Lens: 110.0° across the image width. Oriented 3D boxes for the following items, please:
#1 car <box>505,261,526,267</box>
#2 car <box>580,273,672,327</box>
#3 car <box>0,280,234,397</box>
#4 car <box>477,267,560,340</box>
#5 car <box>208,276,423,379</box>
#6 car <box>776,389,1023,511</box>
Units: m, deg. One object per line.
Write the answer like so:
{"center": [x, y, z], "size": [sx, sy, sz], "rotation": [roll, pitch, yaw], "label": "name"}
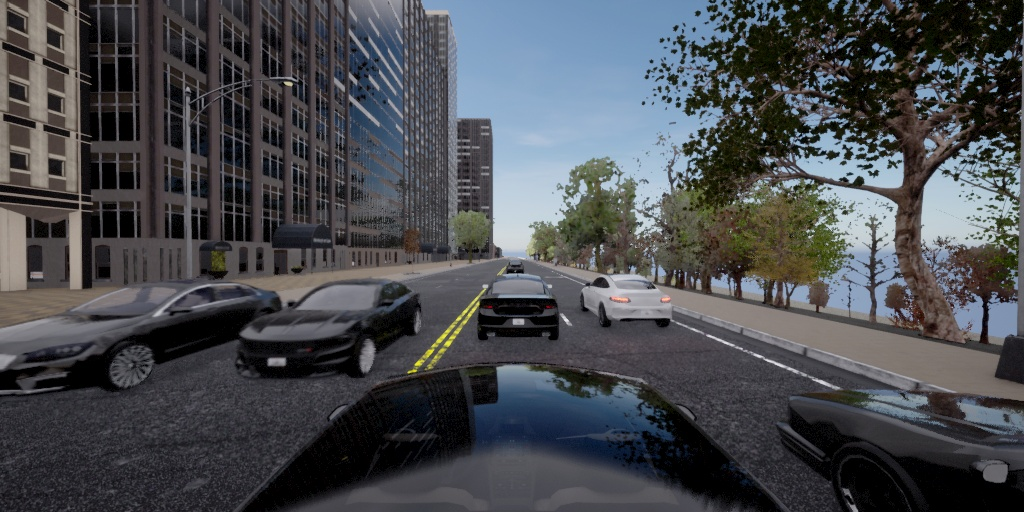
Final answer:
{"center": [0.337, 1.251, 37.324], "size": [1.837, 1.490, 4.892], "rotation": [0, 0, 0], "label": "car"}
{"center": [3.412, 1.274, 11.360], "size": [1.812, 1.442, 4.674], "rotation": [0, 0, 0], "label": "car"}
{"center": [-6.568, 1.241, 6.849], "size": [2.128, 1.511, 4.902], "rotation": [0, 0, 0], "label": "car"}
{"center": [0.155, 1.227, 9.979], "size": [1.882, 1.535, 5.008], "rotation": [0, 0, 0], "label": "car"}
{"center": [-3.313, 1.227, 7.574], "size": [1.882, 1.535, 5.008], "rotation": [0, 0, 0], "label": "car"}
{"center": [3.343, 1.297, 0.789], "size": [2.033, 1.411, 5.357], "rotation": [0, 0, 0], "label": "car"}
